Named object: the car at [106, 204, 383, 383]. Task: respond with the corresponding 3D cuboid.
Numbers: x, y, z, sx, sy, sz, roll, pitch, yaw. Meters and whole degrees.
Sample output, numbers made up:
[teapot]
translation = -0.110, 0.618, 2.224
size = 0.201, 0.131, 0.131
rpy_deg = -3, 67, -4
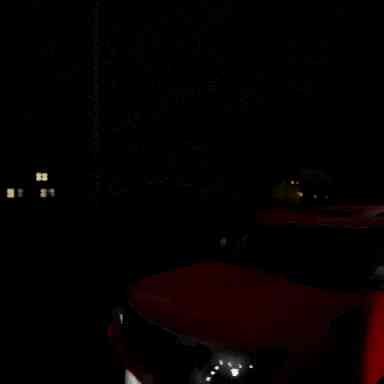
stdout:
[car]
translation = 1.769, 1.224, 4.335
size = 5.566, 2.045, 2.150
rpy_deg = 0, 0, -36
